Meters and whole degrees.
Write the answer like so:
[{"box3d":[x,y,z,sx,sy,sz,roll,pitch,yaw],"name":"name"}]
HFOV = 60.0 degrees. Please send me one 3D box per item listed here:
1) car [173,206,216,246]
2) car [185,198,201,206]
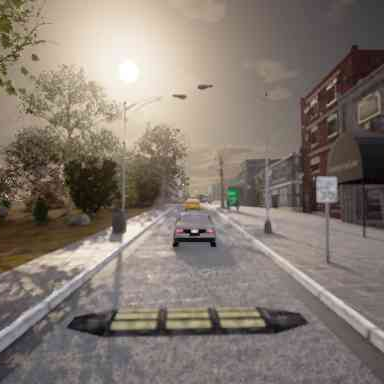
[{"box3d":[0.098,1.573,15.387,2.033,1.411,5.357,0,0,0],"name":"car"},{"box3d":[0.090,1.549,42.339,1.882,1.535,5.008,0,0,0],"name":"car"}]
